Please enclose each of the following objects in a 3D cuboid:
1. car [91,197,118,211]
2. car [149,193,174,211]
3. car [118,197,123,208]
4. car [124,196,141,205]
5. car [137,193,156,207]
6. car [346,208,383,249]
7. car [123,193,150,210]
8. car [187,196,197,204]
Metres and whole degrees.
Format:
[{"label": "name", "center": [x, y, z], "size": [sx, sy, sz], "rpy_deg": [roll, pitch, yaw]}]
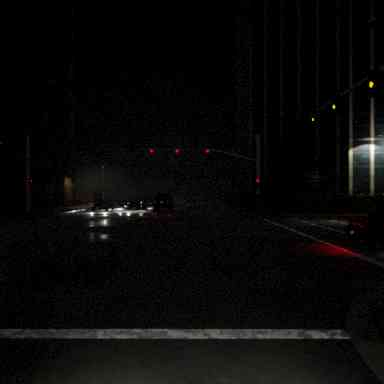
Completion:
[{"label": "car", "center": [-10.617, 1.526, 39.890], "size": [1.812, 1.442, 4.674], "rpy_deg": [0, 0, 0]}, {"label": "car", "center": [-3.432, 1.221, 40.117], "size": [2.150, 2.045, 5.566], "rpy_deg": [0, 0, 0]}, {"label": "car", "center": [-10.639, 1.491, 49.159], "size": [2.128, 1.511, 4.902], "rpy_deg": [0, 0, 0]}, {"label": "car", "center": [-10.608, 1.491, 59.342], "size": [2.128, 1.511, 4.902], "rpy_deg": [0, 0, 0]}, {"label": "car", "center": [-7.136, 1.221, 52.900], "size": [2.150, 2.045, 5.566], "rpy_deg": [0, 0, 0]}, {"label": "car", "center": [8.969, 1.477, 13.556], "size": [5.008, 1.535, 1.882], "rpy_deg": [0, 0, -1]}, {"label": "car", "center": [-7.139, 1.352, 43.399], "size": [2.097, 1.767, 4.553], "rpy_deg": [0, 0, 0]}, {"label": "car", "center": [-0.062, 1.525, 64.957], "size": [1.812, 1.442, 4.674], "rpy_deg": [0, 0, 0]}]
